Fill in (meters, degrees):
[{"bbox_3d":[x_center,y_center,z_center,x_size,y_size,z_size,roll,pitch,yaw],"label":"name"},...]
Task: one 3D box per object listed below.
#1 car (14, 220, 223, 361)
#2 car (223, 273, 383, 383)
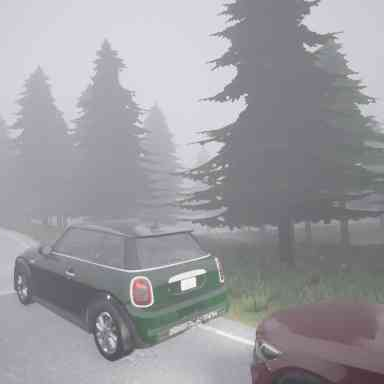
[{"bbox_3d":[-1.579,1.308,6.216,4.553,1.767,2.097,1,1,44],"label":"car"},{"bbox_3d":[2.750,1.531,2.595,4.674,1.442,1.812,1,0,36],"label":"car"}]
